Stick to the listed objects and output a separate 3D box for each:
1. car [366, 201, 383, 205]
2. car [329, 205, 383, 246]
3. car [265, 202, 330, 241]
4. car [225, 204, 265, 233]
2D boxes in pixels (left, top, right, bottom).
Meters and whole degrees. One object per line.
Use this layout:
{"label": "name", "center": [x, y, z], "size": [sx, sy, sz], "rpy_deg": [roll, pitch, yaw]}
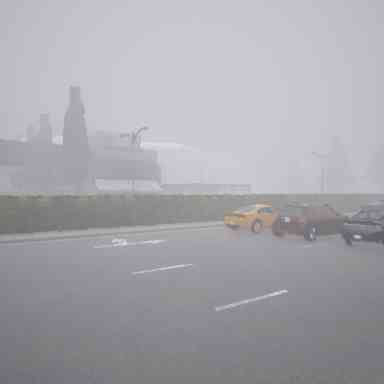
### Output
{"label": "car", "center": [16.416, 1.484, 28.476], "size": [5.008, 1.535, 1.882], "rpy_deg": [0, 0, -35]}
{"label": "car", "center": [8.269, 1.494, 14.066], "size": [4.902, 1.511, 2.128], "rpy_deg": [0, 0, -35]}
{"label": "car", "center": [6.212, 1.365, 16.898], "size": [4.553, 1.767, 2.097], "rpy_deg": [0, 0, -35]}
{"label": "car", "center": [4.204, 1.484, 19.765], "size": [5.008, 1.535, 1.882], "rpy_deg": [0, 0, -35]}
